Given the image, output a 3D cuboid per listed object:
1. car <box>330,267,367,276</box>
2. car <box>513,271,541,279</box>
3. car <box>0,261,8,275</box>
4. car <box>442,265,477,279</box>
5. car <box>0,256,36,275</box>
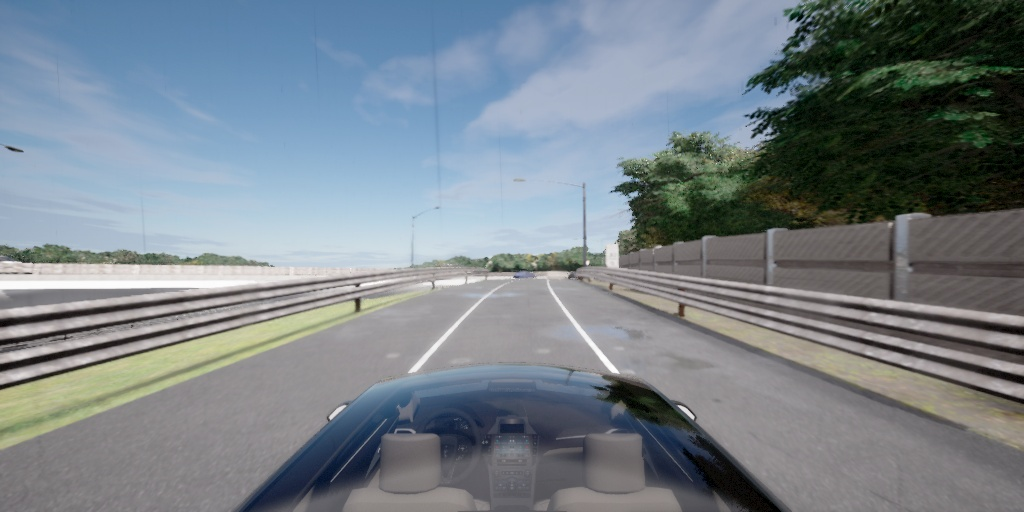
[{"bbox_3d":[-18.116,1.988,40.743,4.674,1.442,1.812,3,-4,-40],"label":"car"},{"bbox_3d":[2.343,3.335,62.519,2.033,1.411,5.357,-2,-4,35],"label":"car"},{"bbox_3d":[-44.794,1.001,28.512,4.892,1.490,1.837,2,-4,-23],"label":"car"},{"bbox_3d":[-7.523,2.282,50.534,2.150,2.045,5.566,-3,-4,43],"label":"car"},{"bbox_3d":[-46.163,0.913,31.744,5.566,2.045,2.150,2,-4,-23],"label":"car"}]
